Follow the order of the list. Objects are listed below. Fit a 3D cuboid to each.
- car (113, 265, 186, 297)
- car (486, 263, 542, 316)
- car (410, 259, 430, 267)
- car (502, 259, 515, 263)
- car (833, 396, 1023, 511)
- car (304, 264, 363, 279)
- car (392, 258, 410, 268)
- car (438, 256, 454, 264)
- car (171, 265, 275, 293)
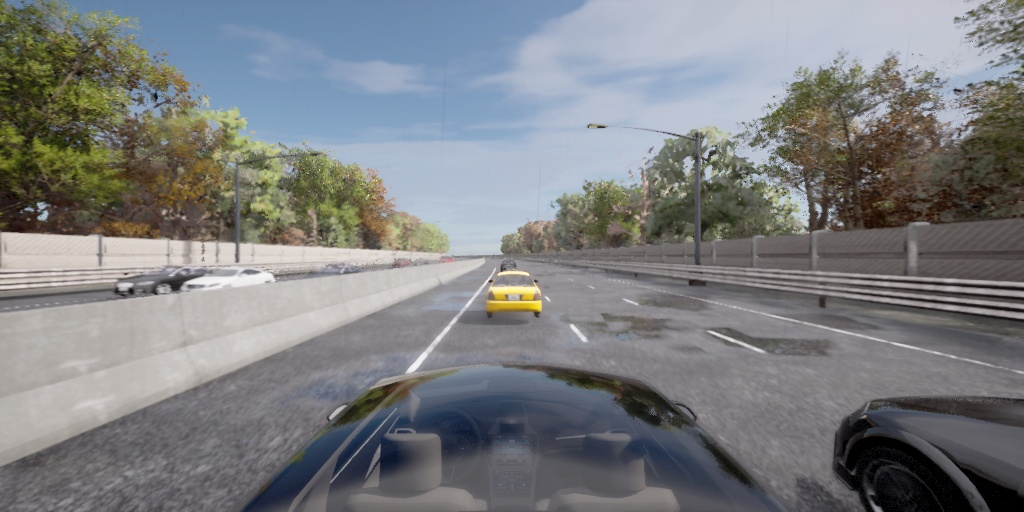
[{"bbox_3d":[-17.704,1.248,18.763,2.128,1.511,4.902,0,0,-1],"label":"car"},{"bbox_3d":[0.045,1.211,13.237,1.801,1.575,5.366,0,0,0],"label":"car"},{"bbox_3d":[-15.055,1.258,60.206,2.128,1.511,4.902,0,0,-1],"label":"car"},{"bbox_3d":[-0.453,1.196,44.325,2.033,1.649,4.856,0,0,-1],"label":"car"},{"bbox_3d":[3.590,1.313,1.145,1.994,1.385,4.181,0,0,0],"label":"car"},{"bbox_3d":[-10.738,1.249,21.857,2.128,1.511,4.902,0,0,-1],"label":"car"},{"bbox_3d":[-18.561,1.117,60.132,2.097,1.767,4.553,0,0,-1],"label":"car"},{"bbox_3d":[-11.648,0.989,63.676,2.150,2.045,5.566,0,0,-2],"label":"car"},{"bbox_3d":[-14.199,1.282,18.312,1.812,1.442,4.674,0,0,-1],"label":"car"}]
